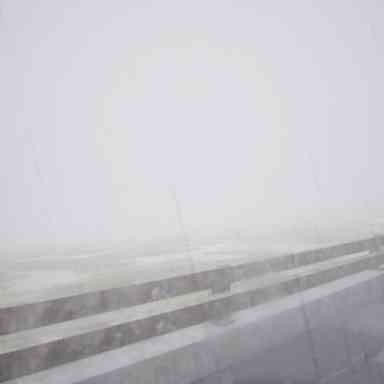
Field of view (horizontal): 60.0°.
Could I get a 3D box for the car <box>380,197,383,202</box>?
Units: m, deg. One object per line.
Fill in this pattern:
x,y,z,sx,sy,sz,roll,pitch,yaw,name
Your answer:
42.502,1.596,71.863,2.128,1.511,4.902,-1,0,6,car
